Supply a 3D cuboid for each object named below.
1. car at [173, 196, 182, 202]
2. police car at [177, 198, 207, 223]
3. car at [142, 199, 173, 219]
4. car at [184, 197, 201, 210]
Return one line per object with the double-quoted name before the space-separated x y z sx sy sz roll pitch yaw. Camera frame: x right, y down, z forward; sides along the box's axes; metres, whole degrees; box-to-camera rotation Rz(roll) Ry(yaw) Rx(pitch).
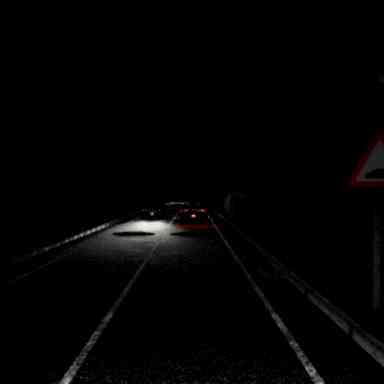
"car" -2.998 1.466 68.911 1.994 1.385 4.181 0 0 0
"police car" 0.102 1.454 25.085 2.038 1.542 4.974 0 0 0
"car" -3.097 1.429 28.343 2.128 1.511 4.902 0 0 0
"car" 0.101 1.448 42.731 2.033 1.411 5.357 0 0 0
